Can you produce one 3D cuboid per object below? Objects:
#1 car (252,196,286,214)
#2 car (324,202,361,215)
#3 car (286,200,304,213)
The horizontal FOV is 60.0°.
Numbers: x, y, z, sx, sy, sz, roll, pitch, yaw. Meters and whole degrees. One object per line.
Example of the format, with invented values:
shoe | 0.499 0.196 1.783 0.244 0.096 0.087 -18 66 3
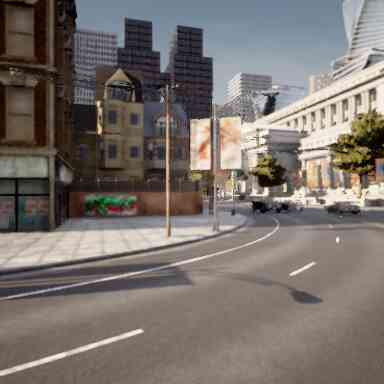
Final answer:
car | 8.996 1.526 40.509 2.150 2.045 5.566 0 -1 -8
car | 16.505 1.774 36.778 2.033 1.411 5.357 0 -1 -1
car | 12.289 1.787 41.771 2.128 1.511 4.902 0 -1 -9
